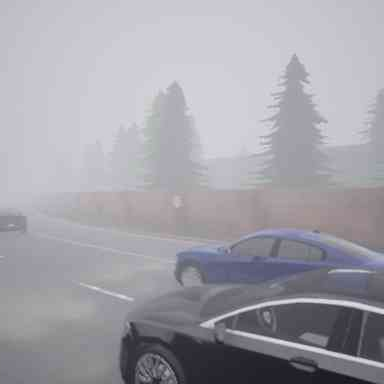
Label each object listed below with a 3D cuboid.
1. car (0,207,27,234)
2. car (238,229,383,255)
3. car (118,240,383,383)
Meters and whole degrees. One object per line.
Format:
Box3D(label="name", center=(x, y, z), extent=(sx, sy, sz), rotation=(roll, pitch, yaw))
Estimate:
Box3D(label="car", center=(-11.290, 1.636, 19.617), extent=(1.882, 1.535, 5.008), rotation=(0, -1, -41))
Box3D(label="car", center=(1.832, 1.536, 7.173), extent=(5.008, 1.535, 1.882), rotation=(0, 0, 37))
Box3D(label="car", center=(1.372, 1.518, 3.148), extent=(4.902, 1.511, 2.128), rotation=(0, 0, 36))
